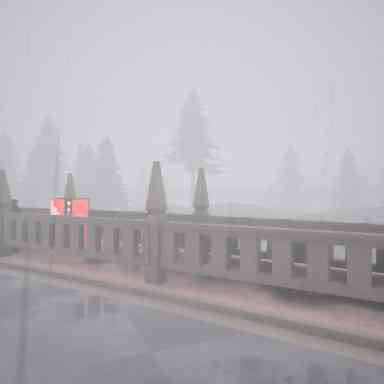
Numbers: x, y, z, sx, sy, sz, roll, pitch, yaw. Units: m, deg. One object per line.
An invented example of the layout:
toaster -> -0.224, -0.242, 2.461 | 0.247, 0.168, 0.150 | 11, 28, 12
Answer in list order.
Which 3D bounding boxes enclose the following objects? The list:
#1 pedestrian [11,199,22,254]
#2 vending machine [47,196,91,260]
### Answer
pedestrian -> -6.029, 1.138, 11.284 | 0.375, 1.860, 0.375 | 1, 1, 29
vending machine -> -4.286, 1.191, 11.640 | 0.880, 2.100, 1.100 | 1, 0, 30
